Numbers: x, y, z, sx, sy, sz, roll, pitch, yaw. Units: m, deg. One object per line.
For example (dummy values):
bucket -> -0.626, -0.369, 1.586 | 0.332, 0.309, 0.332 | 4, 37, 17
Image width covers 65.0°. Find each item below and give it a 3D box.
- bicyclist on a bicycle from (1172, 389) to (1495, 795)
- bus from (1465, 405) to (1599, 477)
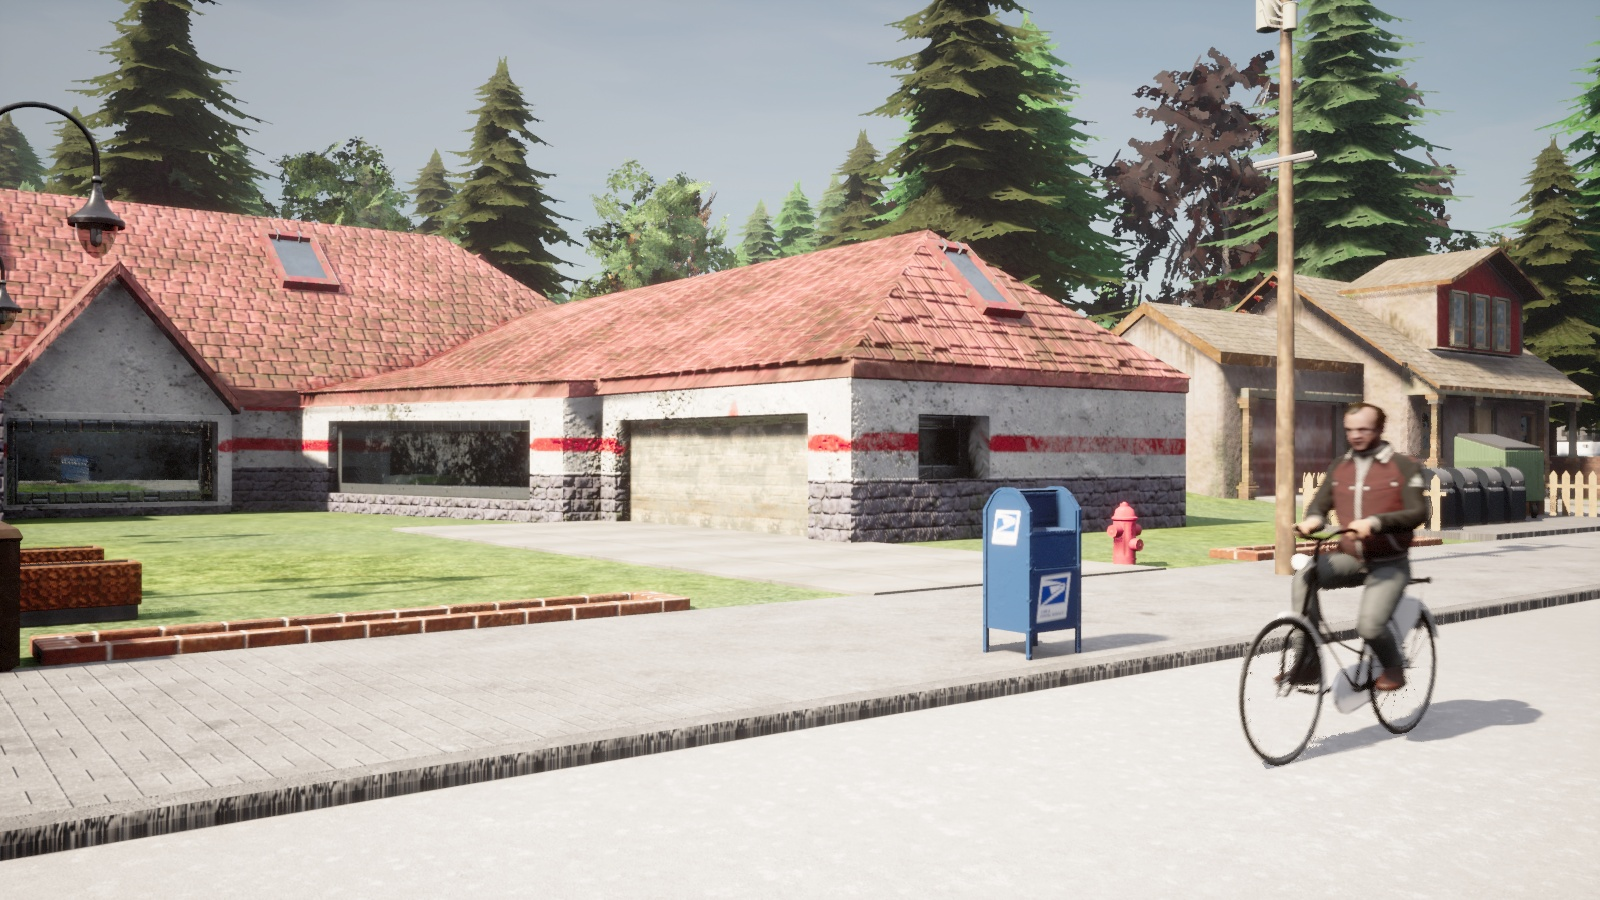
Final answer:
bicyclist on a bicycle -> 2.718, 0.625, 6.312 | 1.843, 1.776, 0.659 | 0, 0, -37
bus -> 47.497, -0.542, 77.922 | 3.944, 4.253, 10.273 | 0, 0, -37
